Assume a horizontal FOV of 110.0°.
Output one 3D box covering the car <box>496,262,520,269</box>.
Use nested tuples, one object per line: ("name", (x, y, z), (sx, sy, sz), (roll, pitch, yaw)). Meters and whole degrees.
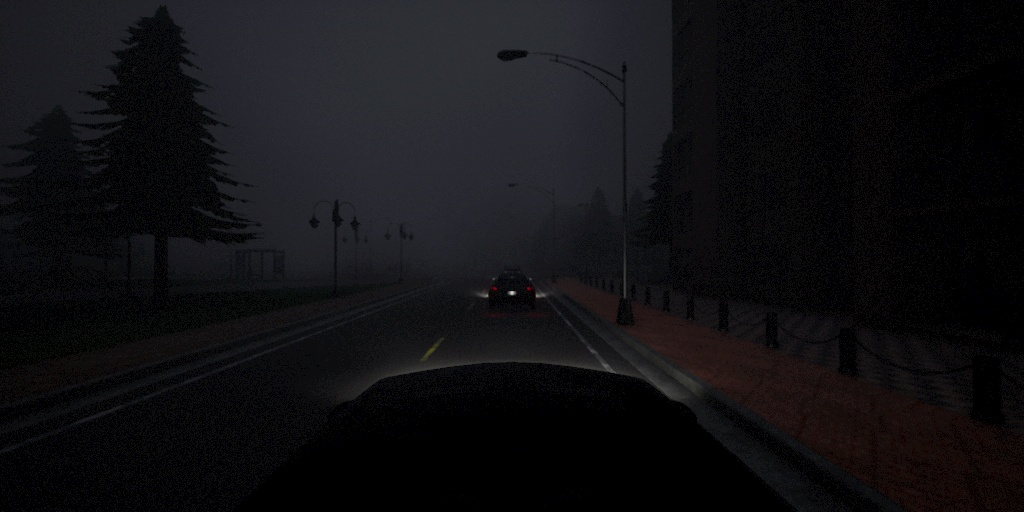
("car", (-0.083, 1.520, 31.115), (2.128, 1.511, 4.902), (0, 0, -3))

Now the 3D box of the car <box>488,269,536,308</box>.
("car", (0.007, 1.450, 16.149), (1.994, 1.385, 4.181), (0, 0, 0))

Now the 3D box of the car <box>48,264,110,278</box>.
("car", (-45.394, 1.581, 37.658), (5.008, 1.535, 1.882), (0, -1, 0))
